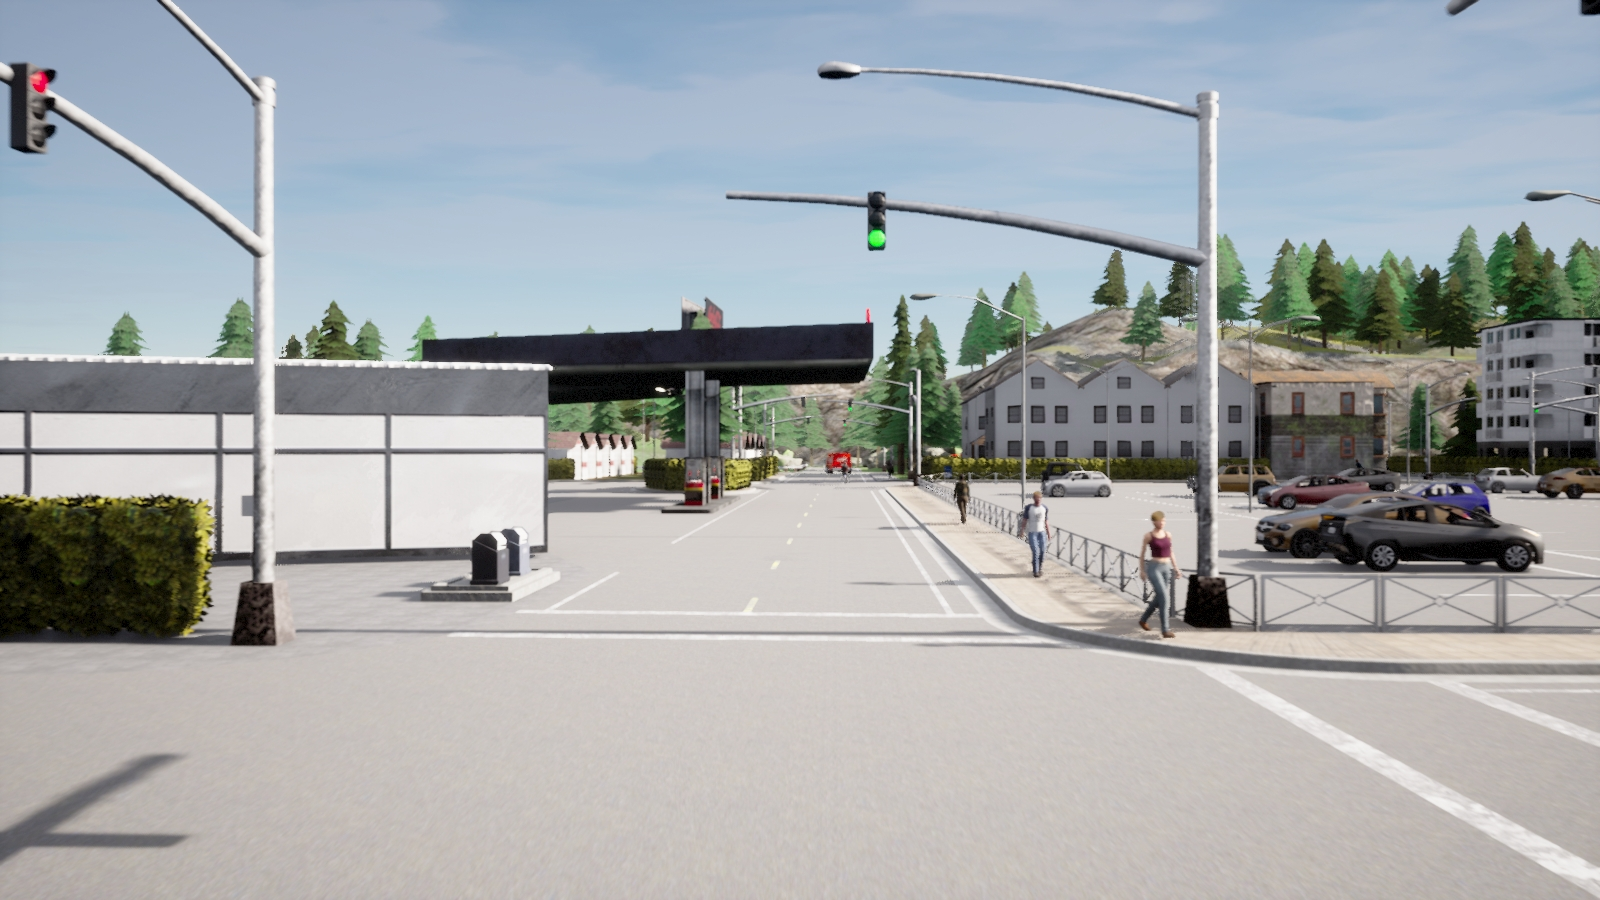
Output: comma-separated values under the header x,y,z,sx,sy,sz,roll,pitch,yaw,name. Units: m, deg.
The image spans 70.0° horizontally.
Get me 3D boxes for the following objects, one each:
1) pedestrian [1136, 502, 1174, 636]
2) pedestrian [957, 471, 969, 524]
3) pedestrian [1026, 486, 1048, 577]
x,y,z,sx,sy,sz,roll,pitch,yaw,name
5.077,1.691,16.354,0.375,1.860,0.375,0,0,-12,pedestrian
5.770,1.689,40.505,0.375,1.860,0.375,0,0,1,pedestrian
4.913,1.691,23.688,0.375,1.860,0.375,0,0,-3,pedestrian
